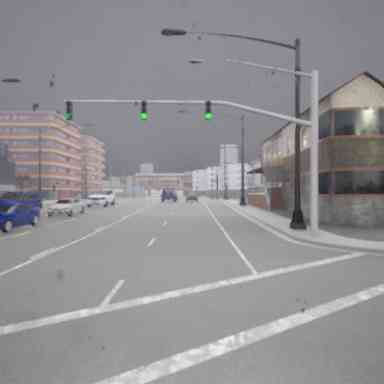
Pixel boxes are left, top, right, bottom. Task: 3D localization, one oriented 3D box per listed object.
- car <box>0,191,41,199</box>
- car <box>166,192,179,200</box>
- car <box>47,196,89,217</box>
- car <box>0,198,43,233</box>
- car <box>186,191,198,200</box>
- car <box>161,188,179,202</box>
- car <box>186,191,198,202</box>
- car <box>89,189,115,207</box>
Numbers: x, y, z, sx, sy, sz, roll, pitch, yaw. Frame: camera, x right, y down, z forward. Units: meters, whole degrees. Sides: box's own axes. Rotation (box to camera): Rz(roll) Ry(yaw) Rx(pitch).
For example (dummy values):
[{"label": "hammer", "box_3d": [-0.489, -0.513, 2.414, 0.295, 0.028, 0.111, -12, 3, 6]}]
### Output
[{"label": "car", "box_3d": [-14.106, 0.970, 26.904, 2.150, 2.045, 5.566, 0, 1, 0]}, {"label": "car", "box_3d": [-3.534, 0.790, 61.947, 2.128, 1.511, 4.902, 0, -1, 0]}, {"label": "car", "box_3d": [-10.606, 1.241, 28.318, 1.812, 1.442, 4.674, 0, 1, 0]}, {"label": "car", "box_3d": [-10.608, 1.366, 19.235, 1.882, 1.535, 5.008, 0, 1, 0]}, {"label": "car", "box_3d": [-0.034, 0.651, 61.922, 2.097, 1.767, 4.553, 0, -1, 0]}, {"label": "car", "box_3d": [-3.528, 0.483, 51.254, 2.150, 2.045, 5.566, 0, 0, 0]}, {"label": "car", "box_3d": [-0.028, 0.859, 51.967, 1.895, 1.301, 4.718, 0, 0, 0]}, {"label": "car", "box_3d": [-10.560, 0.656, 39.033, 2.150, 2.045, 5.566, 0, 1, 0]}]
